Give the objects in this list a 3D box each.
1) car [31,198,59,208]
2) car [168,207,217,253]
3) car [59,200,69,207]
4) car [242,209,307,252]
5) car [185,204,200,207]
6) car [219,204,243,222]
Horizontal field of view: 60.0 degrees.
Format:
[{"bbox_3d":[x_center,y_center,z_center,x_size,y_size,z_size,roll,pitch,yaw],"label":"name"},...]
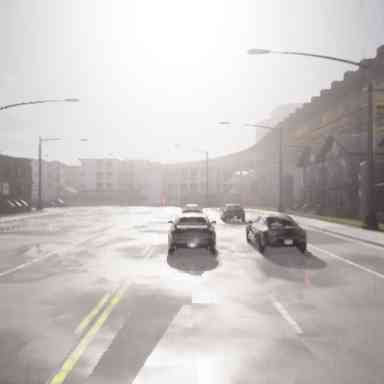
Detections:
[{"bbox_3d":[-26.427,1.897,58.532,4.553,1.767,2.097,0,0,16],"label":"car"},{"bbox_3d":[0.011,1.642,14.280,1.837,1.490,4.892,0,0,0],"label":"car"},{"bbox_3d":[-25.200,2.105,61.806,4.674,1.442,1.812,0,-1,17],"label":"car"},{"bbox_3d":[3.512,1.661,14.372,1.812,1.442,4.674,0,0,0],"label":"car"},{"bbox_3d":[0.018,1.801,29.371,1.812,1.442,4.674,0,0,0],"label":"car"},{"bbox_3d":[3.517,1.782,29.281,1.837,1.490,4.892,0,0,0],"label":"car"}]
